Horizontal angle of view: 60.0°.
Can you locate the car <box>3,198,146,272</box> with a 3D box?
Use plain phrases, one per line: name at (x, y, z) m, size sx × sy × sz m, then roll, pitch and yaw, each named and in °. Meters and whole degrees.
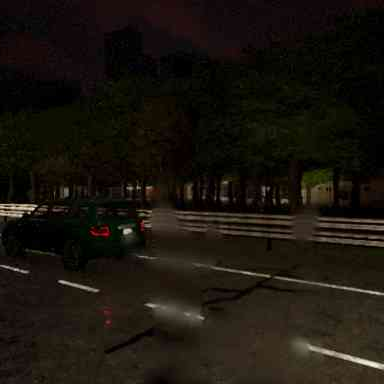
car at (-4.018, 1.226, 11.034) m, size 5.566 × 2.045 × 2.150 m, roll 0°, pitch 0°, yaw 36°
